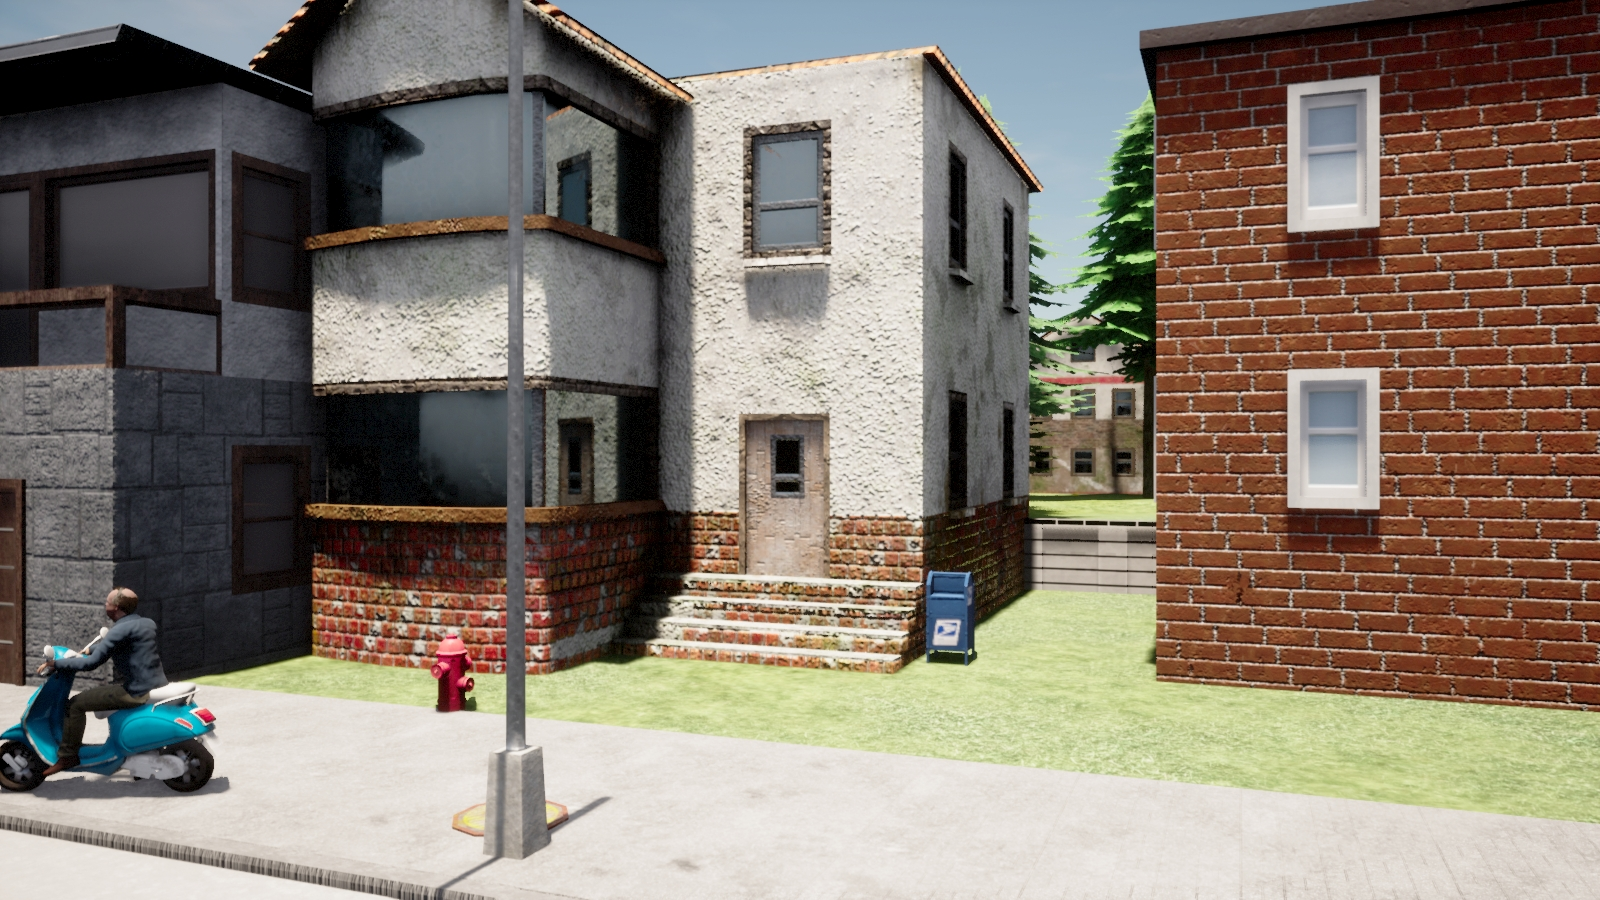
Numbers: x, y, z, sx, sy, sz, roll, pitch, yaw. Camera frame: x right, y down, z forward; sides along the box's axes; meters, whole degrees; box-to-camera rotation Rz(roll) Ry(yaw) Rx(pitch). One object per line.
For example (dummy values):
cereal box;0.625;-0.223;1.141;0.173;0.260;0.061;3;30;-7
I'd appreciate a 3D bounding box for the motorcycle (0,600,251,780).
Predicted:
motorcycle;-5.442;1.858;9.019;1.805;1.236;0.856;0;0;1
